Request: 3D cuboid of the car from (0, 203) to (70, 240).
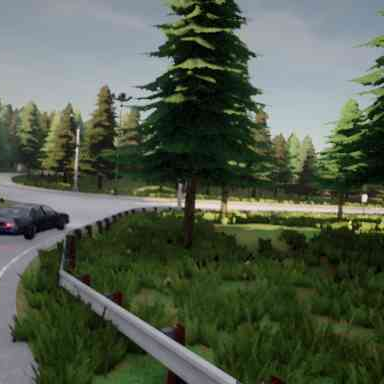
[{"bbox_3d":[-7.602,1.241,15.582,2.033,1.411,5.357,5,1,3],"label":"car"}]
